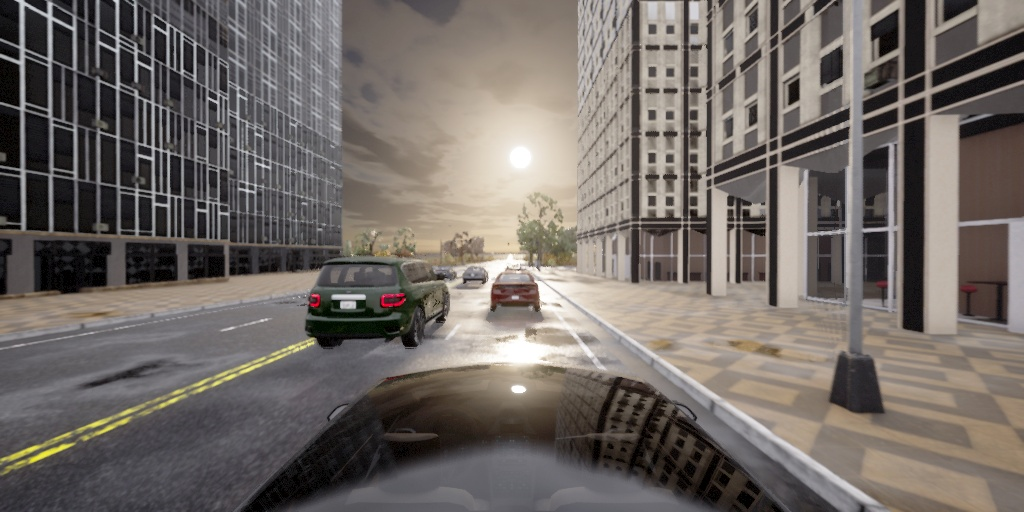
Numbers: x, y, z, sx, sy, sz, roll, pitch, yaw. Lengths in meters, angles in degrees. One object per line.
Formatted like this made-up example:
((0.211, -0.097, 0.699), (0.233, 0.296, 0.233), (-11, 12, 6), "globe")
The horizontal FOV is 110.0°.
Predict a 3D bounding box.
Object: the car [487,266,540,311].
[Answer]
((0.130, 1.375, 15.379), (1.882, 1.535, 5.008), (0, -1, 0), "car")

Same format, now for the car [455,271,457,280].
((-6.505, 1.660, 34.247), (1.994, 1.385, 4.181), (0, -1, 0), "car")

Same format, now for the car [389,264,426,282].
((-9.757, 1.584, 33.942), (2.128, 1.511, 4.902), (0, -1, 0), "car")

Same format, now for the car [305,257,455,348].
((-3.153, 1.058, 9.616), (2.150, 2.045, 5.566), (0, 0, 0), "car")

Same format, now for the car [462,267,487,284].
((-3.072, 1.608, 30.767), (2.033, 1.411, 5.357), (0, -1, 0), "car")
